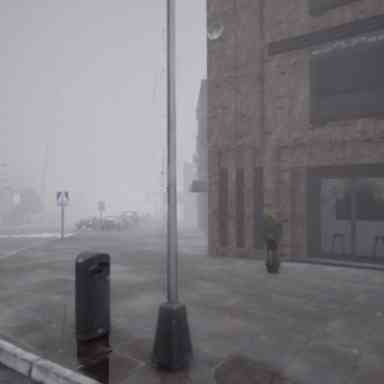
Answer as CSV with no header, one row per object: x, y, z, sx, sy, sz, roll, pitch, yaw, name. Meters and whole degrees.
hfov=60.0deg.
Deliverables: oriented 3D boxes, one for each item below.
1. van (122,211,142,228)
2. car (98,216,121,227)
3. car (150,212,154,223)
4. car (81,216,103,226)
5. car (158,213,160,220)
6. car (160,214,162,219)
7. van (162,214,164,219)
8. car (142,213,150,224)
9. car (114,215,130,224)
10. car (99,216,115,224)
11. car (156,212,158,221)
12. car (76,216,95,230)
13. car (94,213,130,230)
-8.174,3.553,44.053,1.878,1.987,4.442,0,-4,-2,van
-11.388,4.016,46.257,2.033,1.411,5.357,0,-4,-2,car
-8.708,4.727,60.556,2.185,1.767,4.553,0,-4,-2,car
-14.717,4.245,49.130,1.994,1.385,4.181,0,-4,-1,car
-9.242,5.930,77.106,2.097,1.535,5.008,0,-4,-2,car
-9.419,6.031,82.541,2.435,2.045,5.566,0,-4,-2,car
-9.782,6.788,93.773,1.878,1.987,4.442,0,-4,-2,van
-8.524,4.528,54.938,2.002,1.452,4.674,0,-4,-2,car
-11.787,4.611,56.049,1.837,1.490,4.892,0,-4,-2,car
-15.039,4.936,59.173,1.895,1.301,4.718,0,-4,-2,car
-9.063,5.572,71.594,2.231,1.521,4.892,0,-4,-2,car
-11.024,3.411,36.139,1.895,1.301,4.718,0,-4,-2,car
-7.795,3.098,32.958,2.002,1.452,4.674,1,-4,-2,car
